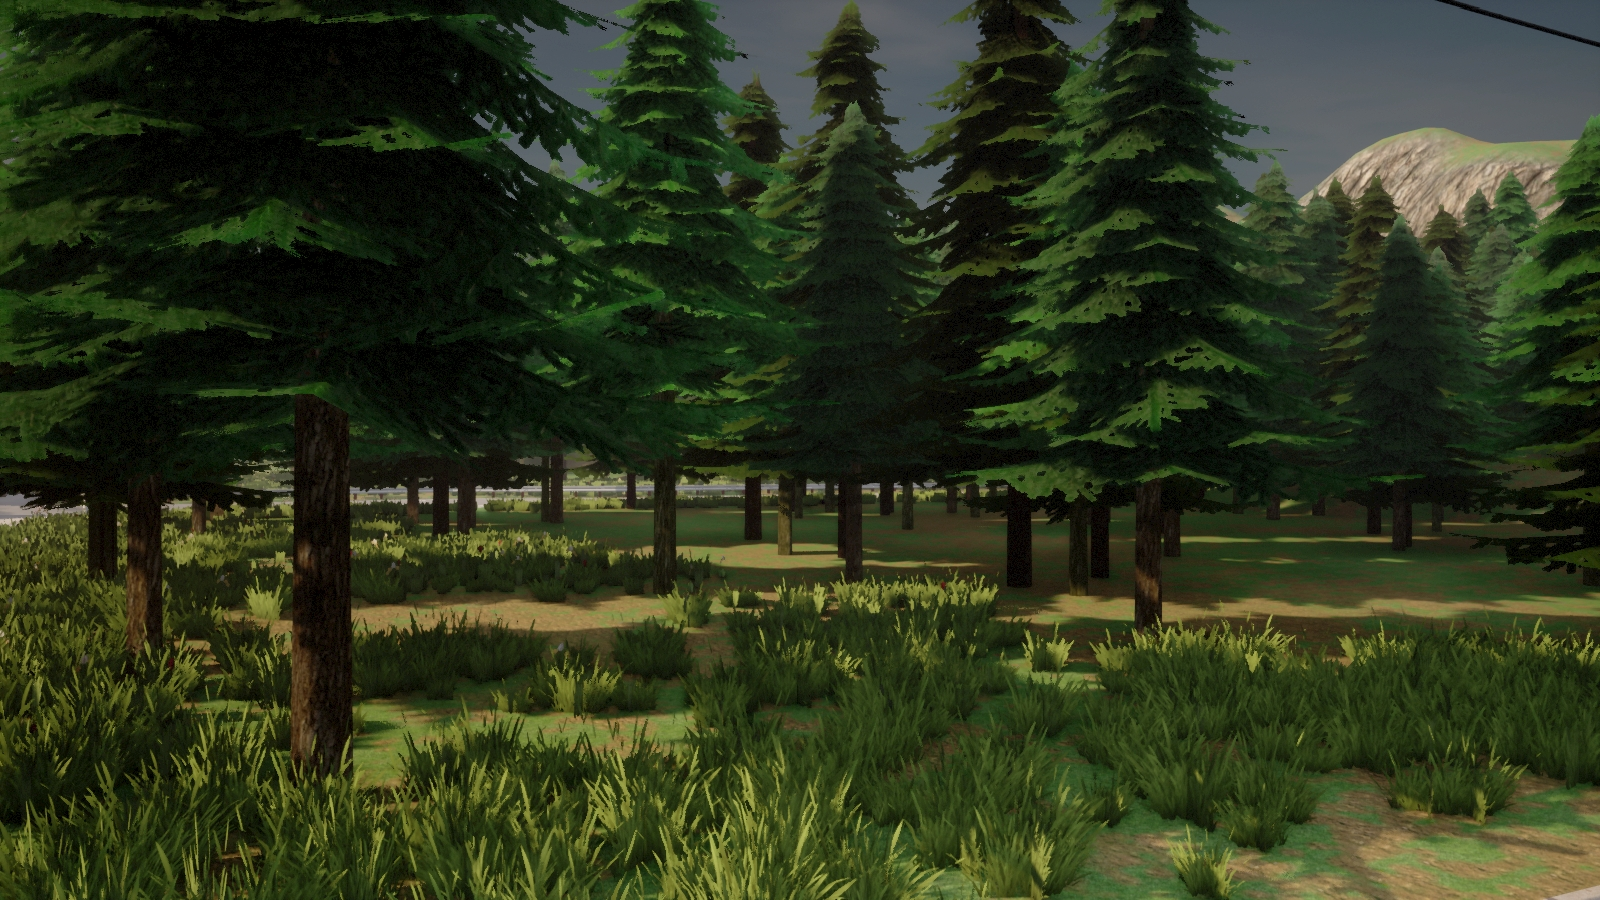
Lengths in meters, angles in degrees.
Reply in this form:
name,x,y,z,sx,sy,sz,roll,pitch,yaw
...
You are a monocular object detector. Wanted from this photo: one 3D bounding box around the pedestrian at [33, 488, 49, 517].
name,x,y,z,sx,sy,sz,roll,pitch,yaw
pedestrian,-29.788,2.068,44.842,0.500,1.100,0.500,0,0,-38
